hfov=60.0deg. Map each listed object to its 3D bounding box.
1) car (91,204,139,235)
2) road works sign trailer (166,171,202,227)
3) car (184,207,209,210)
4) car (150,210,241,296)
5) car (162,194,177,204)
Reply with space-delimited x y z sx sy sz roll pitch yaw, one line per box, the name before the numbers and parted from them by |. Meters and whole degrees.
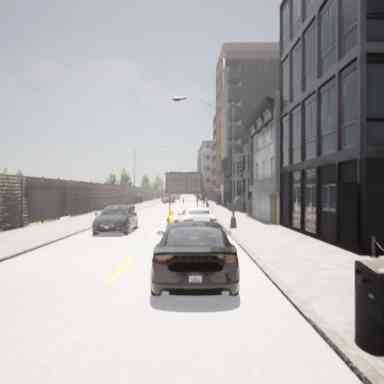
car | -4.184 1.497 18.691 1.837 1.490 4.892 0 0 0
road works sign trailer | -0.577 0.456 21.548 2.380 3.560 2.880 0 0 -15
car | 0.229 1.535 18.030 1.812 1.442 4.674 -1 -1 -6
car | 0.060 1.474 8.690 1.882 1.535 5.008 0 0 0
car | -4.338 1.539 61.711 1.994 1.385 4.181 0 0 0
